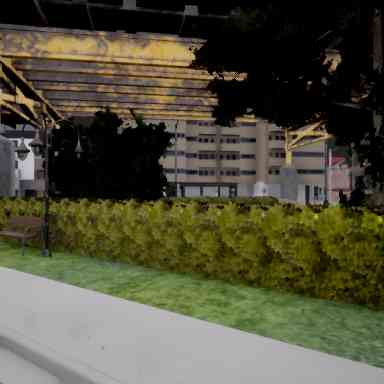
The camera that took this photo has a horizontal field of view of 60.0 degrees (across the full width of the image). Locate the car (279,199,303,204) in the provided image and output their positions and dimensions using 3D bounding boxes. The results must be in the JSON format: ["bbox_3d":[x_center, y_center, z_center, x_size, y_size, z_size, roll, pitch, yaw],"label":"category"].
[{"bbox_3d":[8.817,1.477,33.961,5.008,1.535,1.882,0,0,-9],"label":"car"}]
